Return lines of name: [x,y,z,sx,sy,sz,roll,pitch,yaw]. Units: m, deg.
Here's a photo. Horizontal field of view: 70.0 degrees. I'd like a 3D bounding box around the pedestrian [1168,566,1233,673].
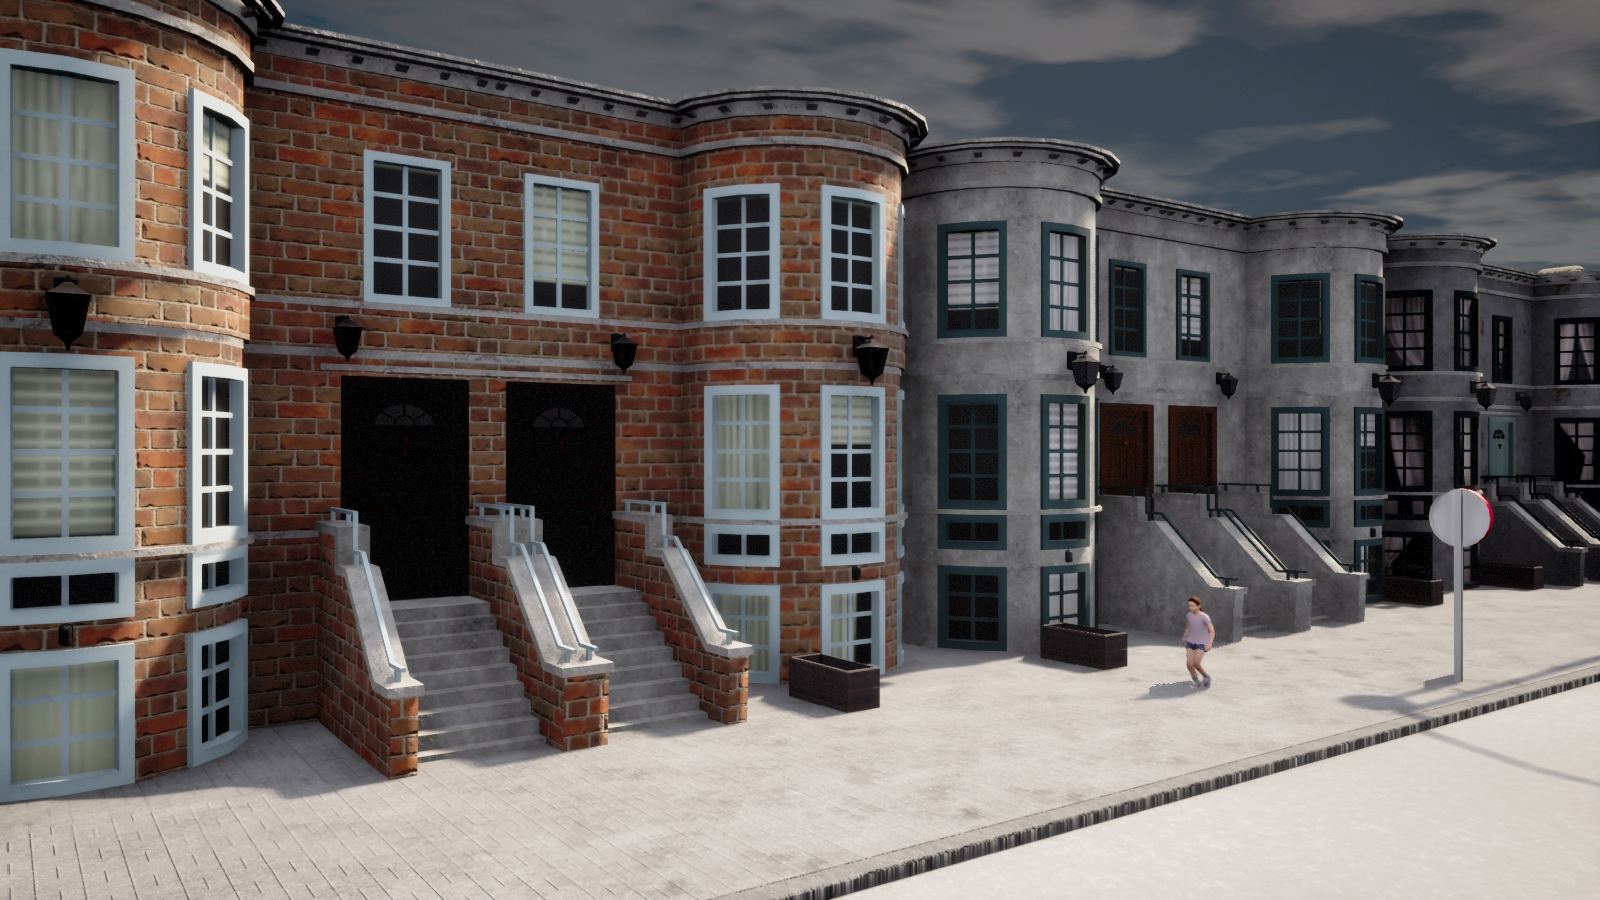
pedestrian: [4.535,1.904,12.949,0.500,1.100,0.500,0,0,-37]
